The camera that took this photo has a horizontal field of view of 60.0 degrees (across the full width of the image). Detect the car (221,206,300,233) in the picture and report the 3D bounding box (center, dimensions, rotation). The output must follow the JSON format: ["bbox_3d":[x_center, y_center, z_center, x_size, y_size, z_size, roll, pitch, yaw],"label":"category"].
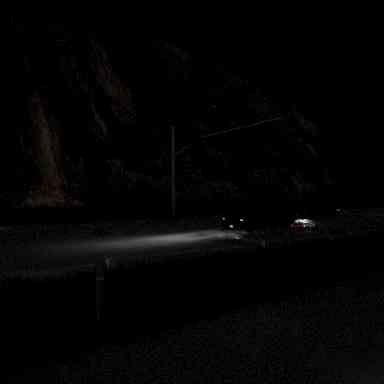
[{"bbox_3d":[3.979,1.601,19.760,4.718,1.301,1.895,0,0,-36],"label":"car"}]

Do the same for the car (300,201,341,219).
[{"bbox_3d":[10.877,1.506,29.059,5.357,1.411,2.033,0,0,-36],"label":"car"}]
